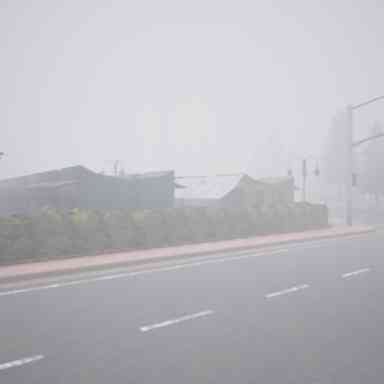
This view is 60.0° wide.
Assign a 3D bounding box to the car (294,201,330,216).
[{"bbox_3d":[9.881,1.638,30.748,2.033,1.411,5.357,0,0,-37],"label":"car"}]

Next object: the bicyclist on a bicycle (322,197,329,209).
[{"bbox_3d":[17.800,1.443,44.254,1.656,1.620,0.582,0,0,-37],"label":"bicyclist on a bicycle"}]

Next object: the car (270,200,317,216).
[{"bbox_3d":[10.714,1.628,35.463,1.812,1.442,4.674,0,0,-38],"label":"car"}]
